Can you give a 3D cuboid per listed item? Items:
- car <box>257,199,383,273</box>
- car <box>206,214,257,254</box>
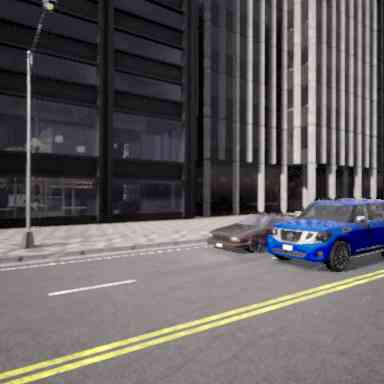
[{"bbox_3d":[5.029,1.276,11.266,5.566,2.045,2.150,0,0,-35],"label":"car"},{"bbox_3d":[3.185,1.602,13.939,5.357,1.411,2.033,0,0,-36],"label":"car"}]
